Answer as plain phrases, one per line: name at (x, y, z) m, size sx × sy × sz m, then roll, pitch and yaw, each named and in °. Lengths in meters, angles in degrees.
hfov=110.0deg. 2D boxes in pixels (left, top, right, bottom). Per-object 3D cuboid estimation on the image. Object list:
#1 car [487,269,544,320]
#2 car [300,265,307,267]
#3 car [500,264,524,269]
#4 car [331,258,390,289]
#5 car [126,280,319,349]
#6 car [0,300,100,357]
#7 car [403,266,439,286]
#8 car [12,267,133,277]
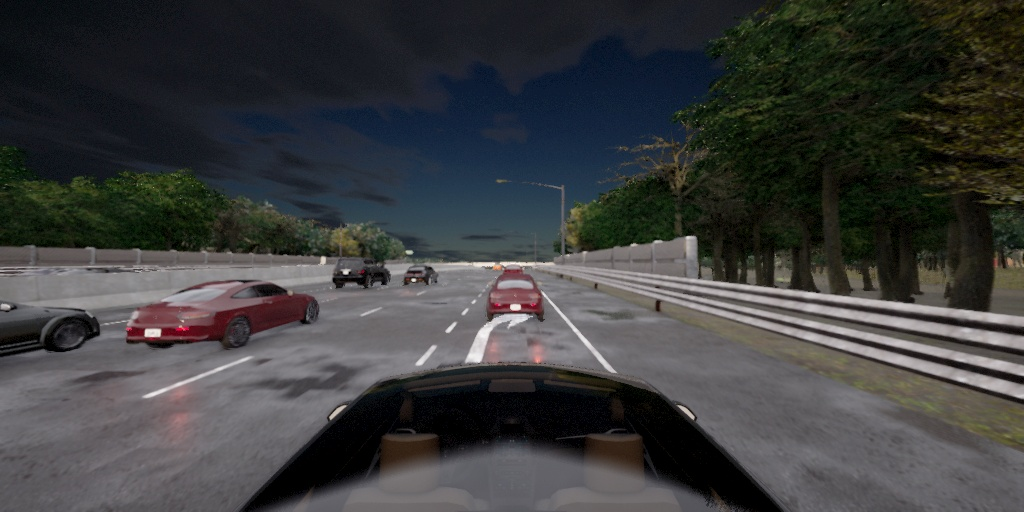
car at (0.108, 1.348, 12.792) m, size 1.812 × 1.442 × 4.674 m, roll 0°, pitch 0°, yaw 0°
car at (-31.505, 2.054, 53.734) m, size 1.895 × 1.301 × 4.718 m, roll 0°, pitch -1°, yaw 1°
car at (0.122, 1.525, 33.263) m, size 1.882 × 1.535 × 5.008 m, roll 0°, pitch -1°, yaw 0°
car at (-10.384, 1.159, 25.062) m, size 2.150 × 2.045 × 5.566 m, roll 0°, pitch -1°, yaw 0°
car at (-6.894, 1.325, 9.187) m, size 1.812 × 1.442 × 4.674 m, roll 0°, pitch 0°, yaw 0°
car at (-10.396, 1.347, 6.395) m, size 1.994 × 1.385 × 4.181 m, roll 0°, pitch 0°, yaw 0°
car at (-6.882, 1.472, 27.543) m, size 1.837 × 1.490 × 4.892 m, roll 0°, pitch -1°, yaw 0°
car at (-21.088, 1.368, 17.822) m, size 1.837 × 1.490 × 4.892 m, roll 0°, pitch 0°, yaw 0°
